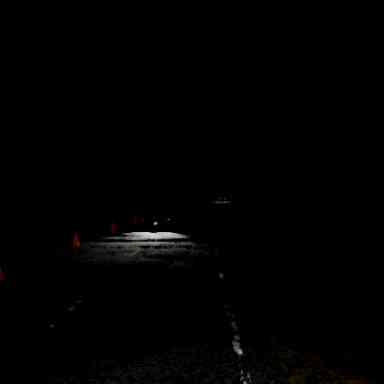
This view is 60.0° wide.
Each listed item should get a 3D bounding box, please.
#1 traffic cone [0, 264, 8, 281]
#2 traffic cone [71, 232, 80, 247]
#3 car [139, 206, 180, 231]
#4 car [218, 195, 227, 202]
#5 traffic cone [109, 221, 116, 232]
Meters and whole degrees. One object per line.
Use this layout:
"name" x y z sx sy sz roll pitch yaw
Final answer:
"traffic cone" -4.940 1.935 8.462 0.340 0.580 0.340 0 0 2
"traffic cone" -4.721 1.924 13.504 0.340 0.580 0.340 0 0 3
"car" -1.850 1.521 20.129 1.994 1.385 4.181 0 0 4
"car" 6.762 1.346 73.153 1.837 1.490 4.892 0 0 8
"traffic cone" -4.414 1.914 18.542 0.340 0.580 0.340 0 0 4
